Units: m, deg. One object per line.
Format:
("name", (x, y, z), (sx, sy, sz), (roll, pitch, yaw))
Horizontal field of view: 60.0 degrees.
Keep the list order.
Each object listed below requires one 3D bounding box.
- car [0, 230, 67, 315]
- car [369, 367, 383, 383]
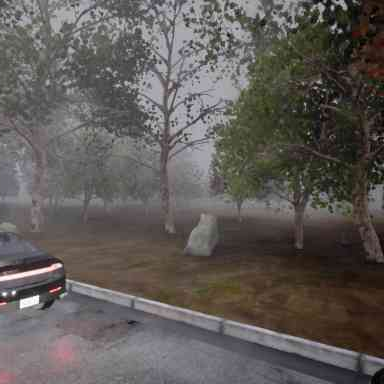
("car", (-4.503, 1.501, 6.593), (4.902, 1.511, 2.128), (0, 0, 36))
("car", (3.227, 1.490, 1.075), (4.902, 1.511, 2.128), (0, 0, 36))
